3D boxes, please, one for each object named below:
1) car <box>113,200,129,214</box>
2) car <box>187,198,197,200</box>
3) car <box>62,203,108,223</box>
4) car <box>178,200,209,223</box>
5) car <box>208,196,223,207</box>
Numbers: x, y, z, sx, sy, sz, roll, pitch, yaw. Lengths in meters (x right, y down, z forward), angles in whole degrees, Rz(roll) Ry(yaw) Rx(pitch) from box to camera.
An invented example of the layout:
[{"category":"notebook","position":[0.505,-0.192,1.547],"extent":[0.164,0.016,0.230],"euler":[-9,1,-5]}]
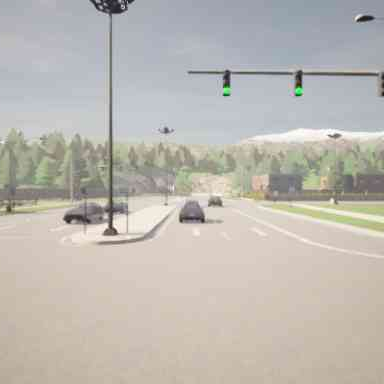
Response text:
[{"category":"car","position":[-8.026,1.570,35.649],"extent":[1.994,1.385,4.181],"euler":[0,0,1]},{"category":"car","position":[-0.006,1.611,51.150],"extent":[1.895,1.301,4.718],"euler":[0,0,0]},{"category":"car","position":[-8.089,1.552,25.576],"extent":[2.033,1.411,5.357],"euler":[0,0,0]},{"category":"car","position":[-0.003,1.568,25.609],"extent":[1.994,1.385,4.181],"euler":[0,0,0]},{"category":"car","position":[3.493,1.362,51.010],"extent":[2.097,1.767,4.553],"euler":[0,0,0]}]
